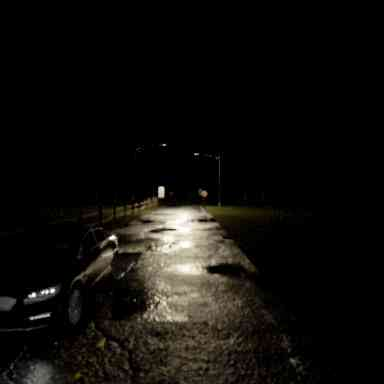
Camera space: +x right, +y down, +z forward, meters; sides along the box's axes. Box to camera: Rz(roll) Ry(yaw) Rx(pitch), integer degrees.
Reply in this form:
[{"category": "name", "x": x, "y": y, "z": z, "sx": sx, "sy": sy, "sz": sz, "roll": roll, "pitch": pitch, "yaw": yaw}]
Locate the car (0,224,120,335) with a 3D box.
[{"category": "car", "x": -2.840, "y": 1.491, "z": 7.063, "sx": 2.128, "sy": 1.511, "sz": 4.902, "roll": 0, "pitch": 0, "yaw": 0}]
